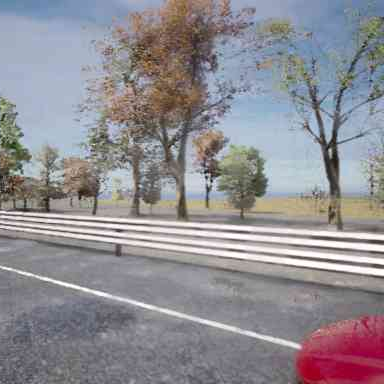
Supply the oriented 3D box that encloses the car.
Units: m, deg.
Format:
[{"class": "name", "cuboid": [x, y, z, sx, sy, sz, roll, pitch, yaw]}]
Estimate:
[{"class": "car", "cuboid": [3.098, 1.482, 1.799, 5.008, 1.535, 1.882, 0, 0, 35]}]
